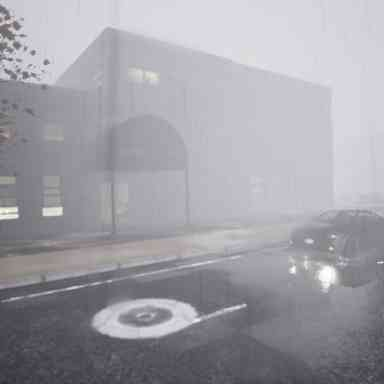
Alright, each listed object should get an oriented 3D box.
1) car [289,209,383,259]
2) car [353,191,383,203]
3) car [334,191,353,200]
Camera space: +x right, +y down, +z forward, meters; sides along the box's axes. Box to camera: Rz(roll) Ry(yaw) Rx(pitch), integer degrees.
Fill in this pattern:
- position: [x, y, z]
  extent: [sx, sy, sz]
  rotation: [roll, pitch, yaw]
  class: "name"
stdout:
- position: [5.251, 1.292, 11.465]
  extent: [4.181, 1.385, 1.994]
  rotation: [-2, 1, -36]
  class: "car"
- position: [22.423, 0.773, 40.260]
  extent: [1.947, 1.339, 4.313]
  rotation: [-3, 1, -36]
  class: "car"
- position: [24.467, 0.558, 51.993]
  extent: [2.008, 1.369, 4.403]
  rotation: [-3, 1, -36]
  class: "car"
